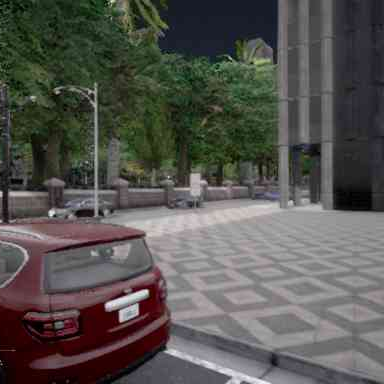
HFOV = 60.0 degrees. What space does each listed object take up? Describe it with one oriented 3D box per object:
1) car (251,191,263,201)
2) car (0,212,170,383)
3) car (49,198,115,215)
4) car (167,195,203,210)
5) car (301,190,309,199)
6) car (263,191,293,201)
[{"bbox_3d":[10.295,0.570,48.488,1.994,1.385,4.181,0,1,36],"label":"car"},{"bbox_3d":[-2.594,1.334,4.813,5.009,1.841,2.192,0,0,35],"label":"car"},{"bbox_3d":[-7.715,1.207,23.547,2.128,1.511,4.902,0,1,36],"label":"car"},{"bbox_3d":[-0.666,1.006,33.342,1.994,1.385,4.181,0,1,36],"label":"car"},{"bbox_3d":[18.158,0.316,54.220,2.033,1.411,5.357,0,1,36],"label":"car"},{"bbox_3d":[12.272,0.559,45.945,2.033,1.411,5.357,0,1,36],"label":"car"}]
